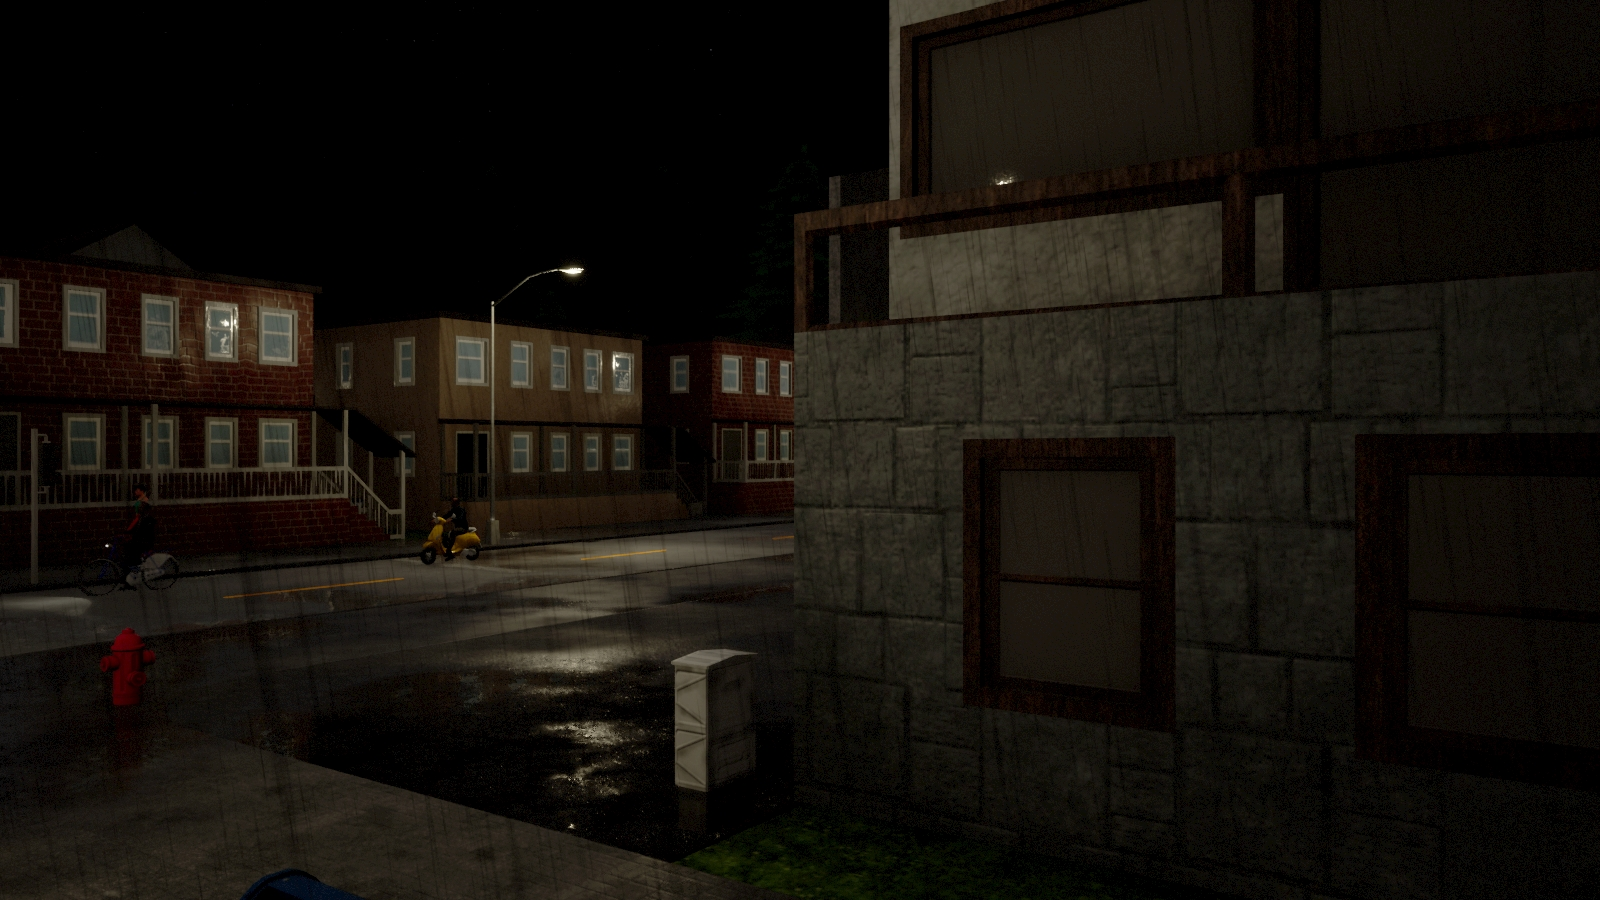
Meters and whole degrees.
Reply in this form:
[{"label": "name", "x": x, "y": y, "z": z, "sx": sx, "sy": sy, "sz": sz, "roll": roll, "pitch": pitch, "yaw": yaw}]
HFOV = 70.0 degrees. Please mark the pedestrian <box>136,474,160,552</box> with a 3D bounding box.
[{"label": "pedestrian", "x": -15.684, "y": 1.504, "z": 27.477, "sx": 0.375, "sy": 1.860, "sz": 0.375, "roll": 0, "pitch": 0, "yaw": 32}]
